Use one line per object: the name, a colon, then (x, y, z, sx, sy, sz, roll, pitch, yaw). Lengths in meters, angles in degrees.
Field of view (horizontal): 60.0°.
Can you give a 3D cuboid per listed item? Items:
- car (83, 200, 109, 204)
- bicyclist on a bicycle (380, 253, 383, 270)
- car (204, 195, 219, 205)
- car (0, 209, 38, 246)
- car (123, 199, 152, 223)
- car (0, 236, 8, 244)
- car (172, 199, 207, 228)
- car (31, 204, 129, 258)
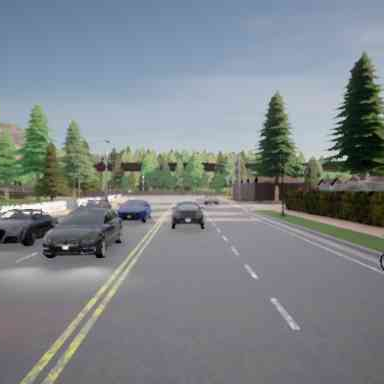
car: (-7.471, 1.310, 25.639, 2.033, 1.411, 5.357, 0, 1, -1)
bicyclist on a bicycle: (5.632, 1.279, 8.653, 1.656, 1.620, 0.582, -9, 1, -1)
car: (2.699, 1.146, 47.708, 1.895, 1.301, 4.718, 0, 1, -1)
car: (-7.337, 1.432, 14.272, 1.994, 1.385, 4.181, 0, 1, -1)
car: (-3.969, 1.258, 23.347, 1.882, 1.535, 5.008, 0, 1, -1)
car: (-3.617, 1.457, 2.333, 1.882, 1.535, 5.008, 0, 0, -1)
car: (-0.246, 1.332, 20.332, 1.812, 1.442, 4.674, 0, 1, -1)
car: (-3.802, 1.390, 12.310, 1.837, 1.490, 4.892, 0, 0, -1)
